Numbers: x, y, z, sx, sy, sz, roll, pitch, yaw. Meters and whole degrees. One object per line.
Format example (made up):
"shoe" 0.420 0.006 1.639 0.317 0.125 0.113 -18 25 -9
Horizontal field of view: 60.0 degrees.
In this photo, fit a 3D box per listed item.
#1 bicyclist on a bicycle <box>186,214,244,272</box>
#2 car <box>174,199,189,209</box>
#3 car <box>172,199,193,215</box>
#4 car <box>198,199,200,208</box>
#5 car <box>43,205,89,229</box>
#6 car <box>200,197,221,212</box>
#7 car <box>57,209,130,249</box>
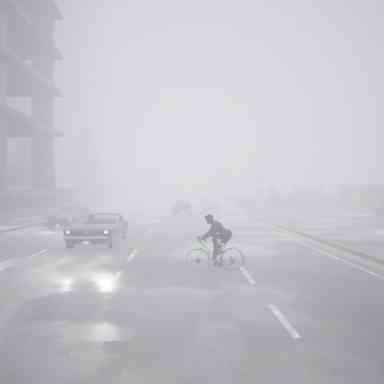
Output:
"bicyclist on a bicycle" 0.650 1.452 9.369 1.656 1.620 0.582 -1 0 -2
"car" -1.402 1.601 45.490 1.895 1.301 4.718 0 0 -2
"car" -0.986 1.505 33.365 1.837 1.490 4.892 0 0 -2
"car" 1.938 1.478 49.029 1.882 1.535 5.008 0 0 -1
"car" -7.791 1.547 21.733 2.033 1.411 5.357 0 0 -2
"car" 2.298 1.563 39.108 1.994 1.385 4.181 0 0 -2
"car" -4.041 1.601 14.711 1.895 1.301 4.718 0 0 -2
